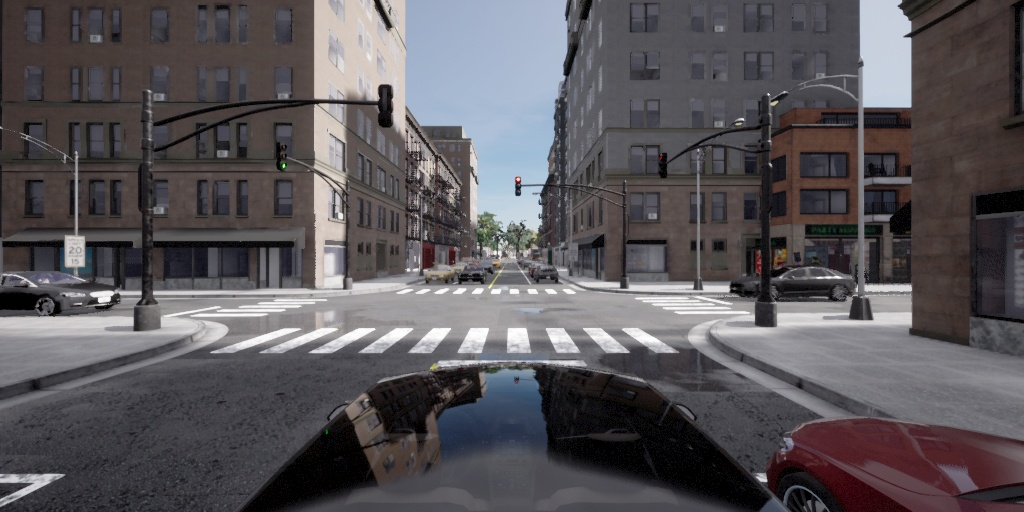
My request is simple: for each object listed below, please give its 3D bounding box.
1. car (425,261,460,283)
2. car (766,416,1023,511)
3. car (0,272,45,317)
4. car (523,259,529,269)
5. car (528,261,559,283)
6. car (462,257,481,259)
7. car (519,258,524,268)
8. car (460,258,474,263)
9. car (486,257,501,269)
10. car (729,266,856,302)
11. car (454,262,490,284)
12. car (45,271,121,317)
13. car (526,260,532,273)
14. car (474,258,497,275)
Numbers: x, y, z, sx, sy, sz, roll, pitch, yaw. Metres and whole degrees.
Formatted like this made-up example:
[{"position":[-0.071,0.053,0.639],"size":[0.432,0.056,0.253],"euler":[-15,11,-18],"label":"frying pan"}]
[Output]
[{"position":[-5.468,1.277,27.618],"size":[1.751,1.417,4.829],"euler":[0,0,0],"label":"car"},{"position":[2.640,1.332,0.796],"size":[1.802,1.307,4.207],"euler":[0,0,0],"label":"car"},{"position":[-5.399,1.065,0.780],"size":[2.192,1.841,5.009],"euler":[0,0,0],"label":"car"},{"position":[2.562,1.303,38.768],"size":[2.007,1.370,4.403],"euler":[0,0,0],"label":"car"},{"position":[2.584,1.302,27.804],"size":[2.007,1.370,4.403],"euler":[0,0,0],"label":"car"},{"position":[-5.497,1.068,44.233],"size":[2.192,1.841,5.009],"euler":[0,0,0],"label":"car"},{"position":[2.528,1.306,55.213],"size":[2.007,1.370,4.403],"euler":[0,0,0],"label":"car"},{"position":[-5.487,1.278,38.581],"size":[1.751,1.417,4.829],"euler":[0,0,0],"label":"car"},{"position":[-2.902,1.234,58.525],"size":[1.882,1.535,5.008],"euler":[0,0,0],"label":"car"},{"position":[12.353,1.193,15.967],"size":[4.892,1.490,1.837],"euler":[0,0,0],"label":"car"},{"position":[-2.884,1.352,26.689],"size":[1.895,1.301,4.718],"euler":[0,0,-1],"label":"car"},{"position":[-17.092,1.309,12.928],"size":[4.902,1.511,2.128],"euler":[0,0,1],"label":"car"},{"position":[2.573,1.297,33.286],"size":[1.888,1.381,4.507],"euler":[0,0,0],"label":"car"},{"position":[-2.924,1.258,39.248],"size":[1.837,1.490,4.892],"euler":[0,0,0],"label":"car"}]
